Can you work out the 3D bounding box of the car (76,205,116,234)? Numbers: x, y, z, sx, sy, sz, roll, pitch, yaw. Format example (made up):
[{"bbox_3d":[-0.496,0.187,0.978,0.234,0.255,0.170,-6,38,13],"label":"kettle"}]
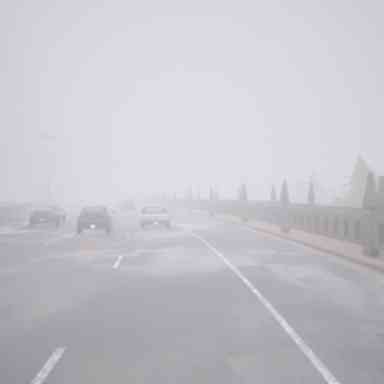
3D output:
[{"bbox_3d":[-5.676,1.547,19.782,1.837,1.490,4.892,0,0,-11],"label":"car"}]

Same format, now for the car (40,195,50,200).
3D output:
[{"bbox_3d":[-36.950,1.434,83.721,2.097,1.767,4.553,0,0,-18],"label":"car"}]

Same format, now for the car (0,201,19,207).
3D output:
[{"bbox_3d":[-23.411,1.736,42.339,1.895,1.301,4.718,0,0,-18],"label":"car"}]

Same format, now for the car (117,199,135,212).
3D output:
[{"bbox_3d":[-7.981,1.576,40.743,1.837,1.490,4.892,0,0,-18],"label":"car"}]

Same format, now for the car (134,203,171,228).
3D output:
[{"bbox_3d":[-2.676,1.633,22.671,1.895,1.301,4.718,0,0,-12],"label":"car"}]

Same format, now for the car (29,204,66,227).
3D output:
[{"bbox_3d":[-10.040,1.589,23.290,1.812,1.442,4.674,0,0,-14],"label":"car"}]
